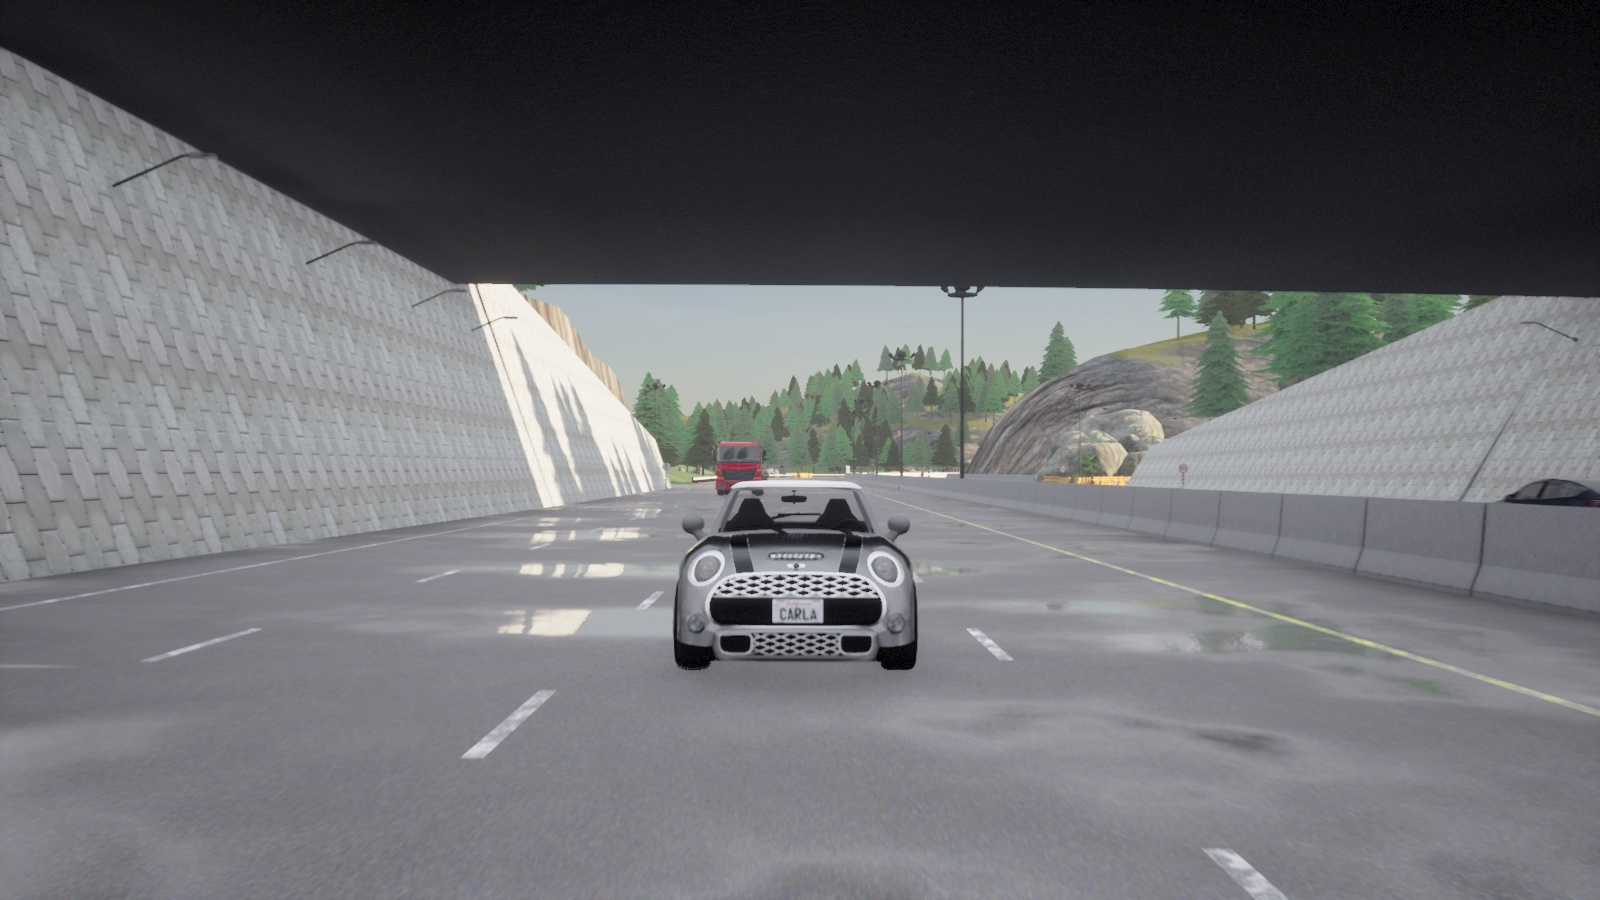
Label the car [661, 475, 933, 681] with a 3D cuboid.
[{"bbox_3d":[-0.029,0.964,11.015,1.970,1.475,3.806,0,-1,0],"label":"car"}]

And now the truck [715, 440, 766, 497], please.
[{"bbox_3d":[-3.756,1.201,80.834,2.891,3.462,7.936,0,-1,0],"label":"truck"}]

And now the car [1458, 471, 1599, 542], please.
[{"bbox_3d":[17.430,1.227,28.790,2.163,1.488,4.792,0,-1,0],"label":"car"}]
